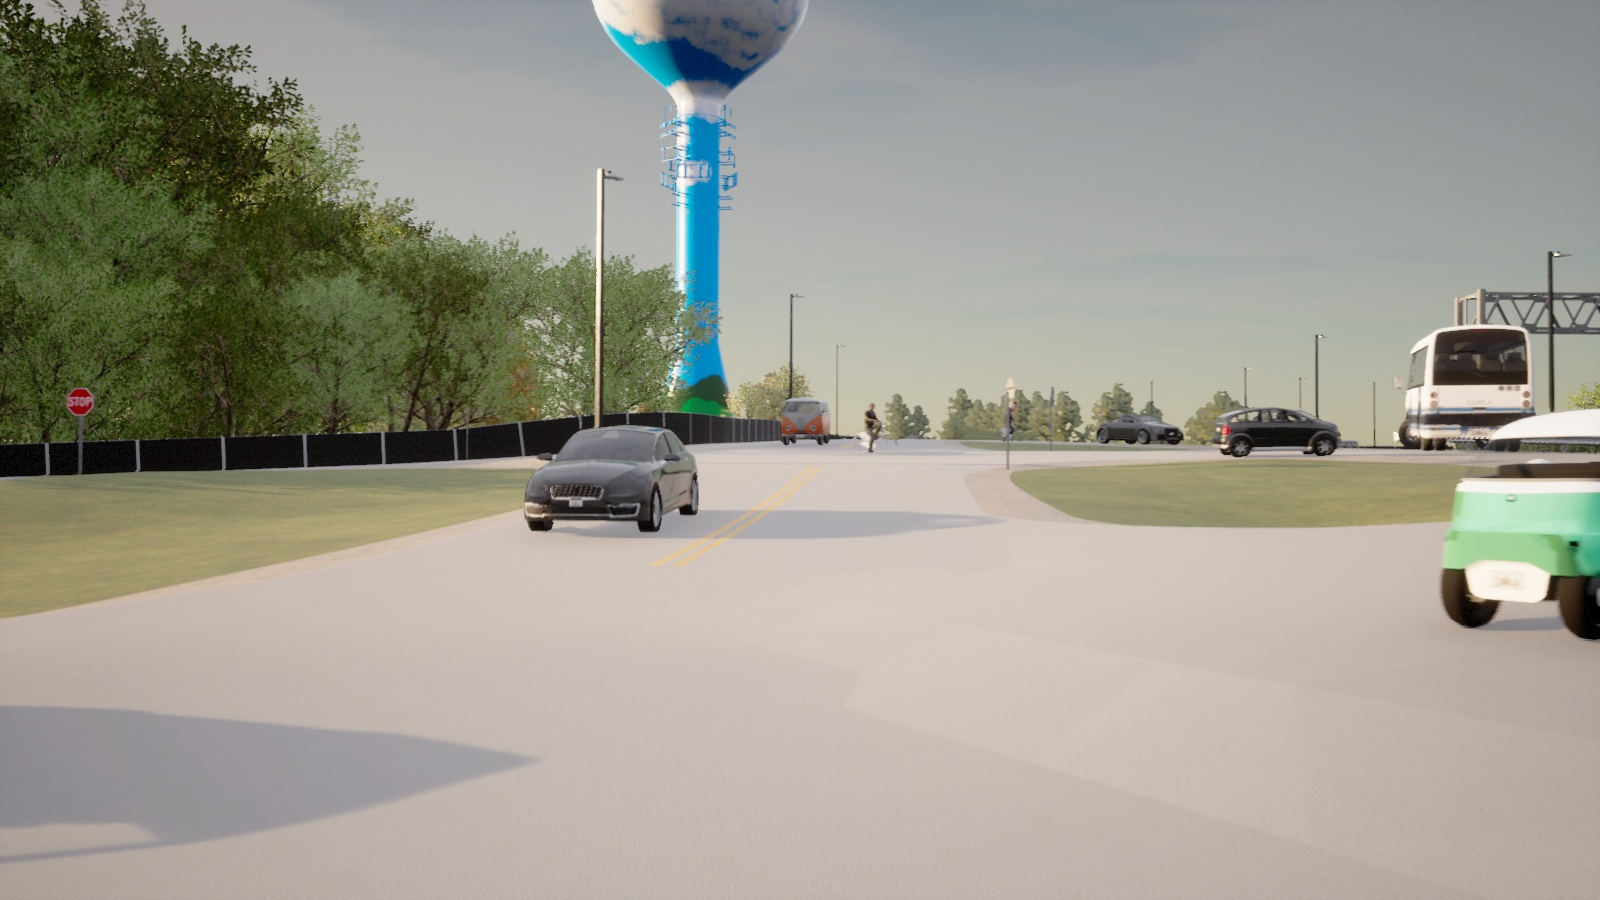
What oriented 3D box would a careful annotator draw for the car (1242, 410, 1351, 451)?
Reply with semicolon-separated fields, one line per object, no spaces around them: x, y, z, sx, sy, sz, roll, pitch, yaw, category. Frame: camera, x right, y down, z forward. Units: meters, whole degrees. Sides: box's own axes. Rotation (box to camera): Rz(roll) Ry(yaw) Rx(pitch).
19.425;-0.778;49.267;1.845;1.501;3.633;1;1;-25;car

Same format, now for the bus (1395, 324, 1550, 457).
24.250;-2.068;45.932;3.944;4.253;10.273;1;2;22;bus

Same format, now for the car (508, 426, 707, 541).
-2.789;0.398;19.418;1.837;1.490;4.892;0;2;6;car

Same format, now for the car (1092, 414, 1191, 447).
15.449;-0.891;57.027;1.994;1.385;4.181;1;1;-29;car

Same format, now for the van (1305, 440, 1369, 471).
35.801;0.385;83.773;1.775;1.987;4.442;0;-1;-10;van

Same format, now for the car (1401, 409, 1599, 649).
5.285;0.419;8.148;2.207;1.376;1.481;-3;0;-31;car

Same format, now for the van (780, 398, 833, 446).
0.312;-1.208;53.788;1.775;1.987;4.442;0;2;7;van

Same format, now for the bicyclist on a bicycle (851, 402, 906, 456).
2.667;-0.717;42.842;1.843;1.776;0.659;2;1;43;bicyclist on a bicycle

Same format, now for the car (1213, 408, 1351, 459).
15.107;-0.533;39.524;3.705;1.549;1.789;-1;2;6;car
